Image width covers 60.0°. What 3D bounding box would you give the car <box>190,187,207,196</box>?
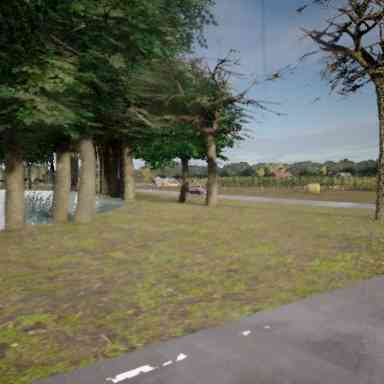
[{"bbox_3d":[1.453,-0.130,64.264,1.812,1.442,4.674,-2,4,-36],"label":"car"}]
